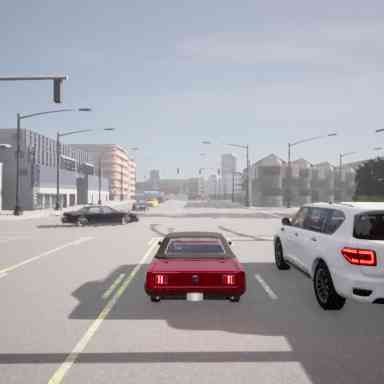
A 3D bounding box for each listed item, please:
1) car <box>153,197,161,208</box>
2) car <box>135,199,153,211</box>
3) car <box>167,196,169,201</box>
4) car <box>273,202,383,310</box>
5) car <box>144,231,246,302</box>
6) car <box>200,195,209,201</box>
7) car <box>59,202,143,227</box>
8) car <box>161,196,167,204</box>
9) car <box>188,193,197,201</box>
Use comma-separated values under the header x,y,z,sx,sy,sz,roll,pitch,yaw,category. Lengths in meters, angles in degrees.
x,y,z,sx,sy,sz,roll,pitch,yaw,category
-7.057,1.885,58.119,1.882,1.535,5.008,0,0,0,car
-7.077,1.856,46.035,2.128,1.511,4.902,0,0,1,car
-6.970,1.688,87.196,2.128,1.511,4.902,0,0,0,car
3.566,1.234,7.953,2.150,2.045,5.566,0,0,0,car
0.072,1.617,8.246,1.895,1.301,4.718,0,0,0,car
3.531,1.525,89.274,2.097,1.767,4.553,0,-1,0,car
-6.565,1.680,23.722,5.357,1.411,2.033,0,0,-26,car
-6.975,1.765,71.795,1.837,1.490,4.892,0,1,0,car
0.031,1.391,88.922,2.150,2.045,5.566,0,-1,0,car
